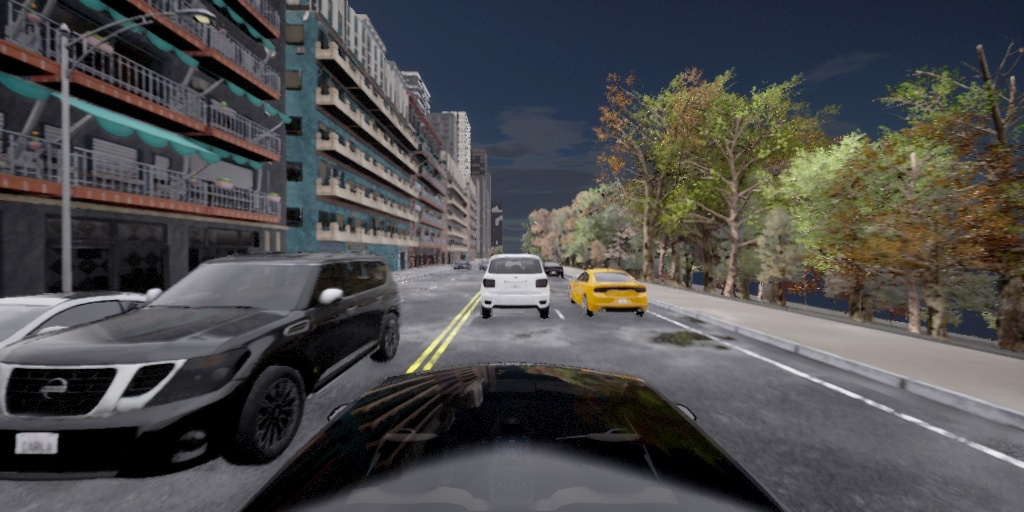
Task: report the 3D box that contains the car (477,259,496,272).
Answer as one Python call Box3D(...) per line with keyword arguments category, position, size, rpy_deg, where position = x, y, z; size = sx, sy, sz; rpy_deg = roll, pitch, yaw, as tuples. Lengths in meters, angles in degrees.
Box3D(category="car", position=(-3.327, 1.185, 47.153), size=(2.128, 1.511, 4.902), rpy_deg=(0, 0, 0))

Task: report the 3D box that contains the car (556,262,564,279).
Box3D(category="car", position=(3.355, 1.188, 31.523), size=(1.882, 1.535, 5.008), rpy_deg=(0, 0, 0))

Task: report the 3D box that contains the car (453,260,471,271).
Box3D(category="car", position=(-6.574, 1.258, 47.798), size=(1.994, 1.385, 4.181), rpy_deg=(0, 0, 0))

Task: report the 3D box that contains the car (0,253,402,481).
Box3D(category="car", position=(-3.350, 0.967, 5.289), size=(2.150, 2.045, 5.566), rpy_deg=(0, 0, 0))

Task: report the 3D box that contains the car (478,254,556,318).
Box3D(category="car", position=(0.101, 0.955, 13.069), size=(2.150, 2.045, 5.566), rpy_deg=(0, 0, 0))

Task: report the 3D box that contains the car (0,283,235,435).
Box3D(category="car", position=(-6.600, 1.271, 5.028), size=(1.812, 1.442, 4.674), rpy_deg=(0, 0, 0))

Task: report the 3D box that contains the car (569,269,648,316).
Box3D(category="car", position=(3.351, 1.211, 13.323), size=(1.882, 1.535, 5.008), rpy_deg=(0, 0, 0))
